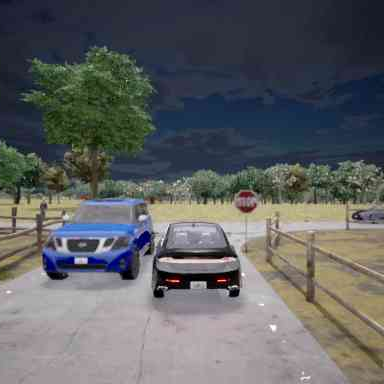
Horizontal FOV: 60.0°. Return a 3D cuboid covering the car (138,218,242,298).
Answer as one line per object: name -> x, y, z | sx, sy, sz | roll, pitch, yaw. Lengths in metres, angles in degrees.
car -> 0.049, 1.505, 8.545 | 2.128, 1.511, 4.902 | 0, 0, -2

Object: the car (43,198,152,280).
car -> -2.508, 1.241, 10.378 | 2.150, 2.045, 5.566 | 0, 0, 1

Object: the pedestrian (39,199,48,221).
pedestrian -> -12.116, 1.439, 27.077 | 0.375, 1.860, 0.375 | 0, -1, 0

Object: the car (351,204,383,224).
car -> 13.837, 1.571, 23.987 | 4.181, 1.385, 1.994 | 0, -2, 0
